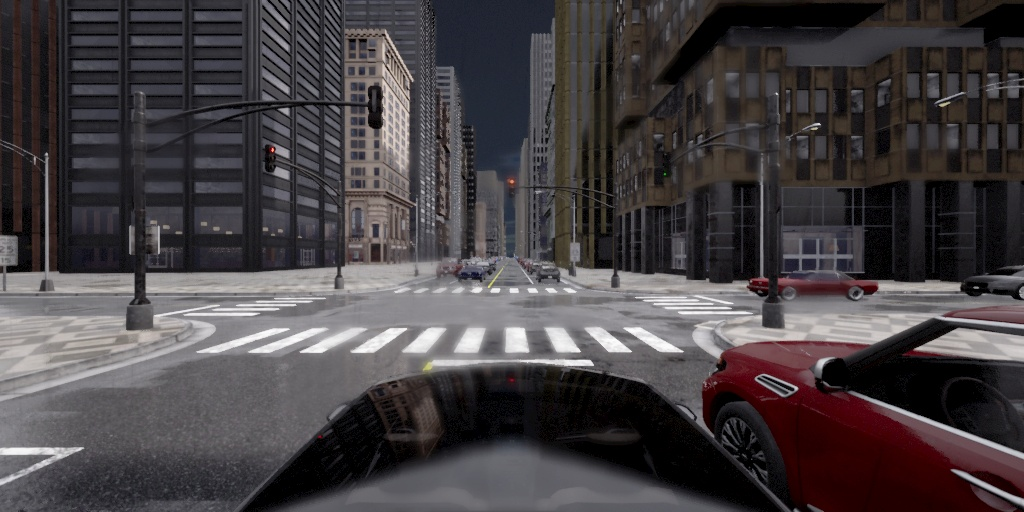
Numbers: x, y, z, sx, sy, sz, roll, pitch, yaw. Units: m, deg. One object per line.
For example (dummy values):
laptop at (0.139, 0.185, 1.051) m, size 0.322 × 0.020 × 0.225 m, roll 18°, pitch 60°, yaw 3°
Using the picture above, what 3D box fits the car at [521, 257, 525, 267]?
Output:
car at (2.783, 1.196, 56.406) m, size 1.967 × 1.591 × 4.097 m, roll 0°, pitch 0°, yaw 0°

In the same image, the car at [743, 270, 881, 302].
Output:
car at (13.525, 1.313, 16.376) m, size 4.718 × 1.301 × 1.895 m, roll 0°, pitch 0°, yaw 0°

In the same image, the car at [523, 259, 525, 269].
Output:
car at (2.778, 1.298, 45.125) m, size 1.888 × 1.381 × 4.507 m, roll 0°, pitch 0°, yaw 0°

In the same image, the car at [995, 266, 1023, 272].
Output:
car at (23.670, 1.194, 16.422) m, size 4.892 × 1.490 × 1.837 m, roll 0°, pitch 0°, yaw 0°

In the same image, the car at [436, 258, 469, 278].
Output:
car at (-5.751, 1.065, 33.837) m, size 2.192 × 1.841 × 5.009 m, roll 0°, pitch 0°, yaw 0°

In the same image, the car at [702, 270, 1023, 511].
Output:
car at (2.763, 1.065, 1.230) m, size 2.192 × 1.841 × 5.009 m, roll 0°, pitch 0°, yaw 0°

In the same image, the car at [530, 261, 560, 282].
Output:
car at (2.772, 1.300, 28.203) m, size 2.007 × 1.370 × 4.403 m, roll 0°, pitch 0°, yaw 0°

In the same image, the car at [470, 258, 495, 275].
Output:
car at (-3.087, 1.277, 38.430) m, size 1.812 × 1.442 × 4.674 m, roll 0°, pitch 0°, yaw 0°

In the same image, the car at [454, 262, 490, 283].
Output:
car at (-3.090, 1.351, 28.462) m, size 1.895 × 1.301 × 4.718 m, roll 0°, pitch 0°, yaw 0°

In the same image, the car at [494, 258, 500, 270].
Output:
car at (-3.076, 1.301, 48.799) m, size 2.033 × 1.411 × 5.357 m, roll 0°, pitch 0°, yaw 0°

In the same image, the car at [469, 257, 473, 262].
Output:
car at (-5.749, 1.191, 39.479) m, size 1.967 × 1.591 × 4.097 m, roll 0°, pitch 0°, yaw 0°

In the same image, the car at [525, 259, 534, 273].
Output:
car at (2.776, 1.302, 39.485) m, size 2.007 × 1.370 × 4.403 m, roll 0°, pitch 0°, yaw 0°
